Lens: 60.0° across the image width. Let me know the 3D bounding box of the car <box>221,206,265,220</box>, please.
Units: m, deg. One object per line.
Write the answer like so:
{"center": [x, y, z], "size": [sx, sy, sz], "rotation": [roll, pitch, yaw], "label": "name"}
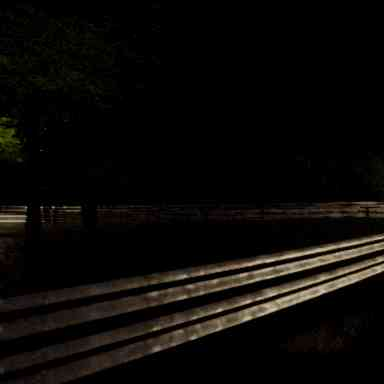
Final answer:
{"center": [5.812, 2.349, 37.961], "size": [4.892, 1.490, 1.837], "rotation": [-1, 0, 1], "label": "car"}
